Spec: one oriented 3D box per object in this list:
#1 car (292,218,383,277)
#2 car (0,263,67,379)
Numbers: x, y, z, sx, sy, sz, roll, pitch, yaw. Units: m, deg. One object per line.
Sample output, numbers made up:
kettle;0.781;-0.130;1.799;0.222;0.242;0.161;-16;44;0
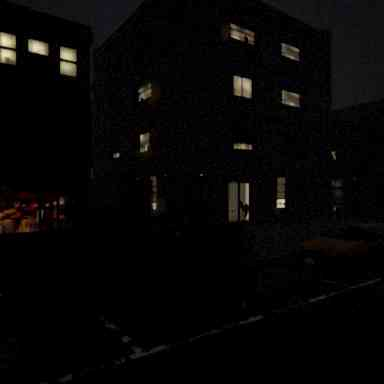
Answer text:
car;5.056;1.522;10.177;4.829;1.417;1.752;0;0;-36
car;-3.795;1.551;3.854;4.403;1.369;2.008;0;0;-36
